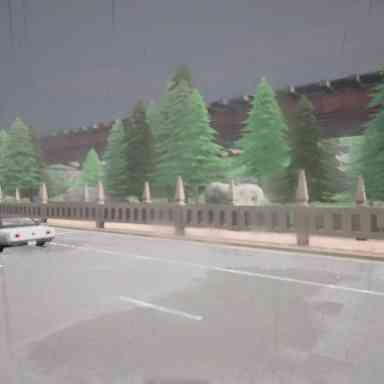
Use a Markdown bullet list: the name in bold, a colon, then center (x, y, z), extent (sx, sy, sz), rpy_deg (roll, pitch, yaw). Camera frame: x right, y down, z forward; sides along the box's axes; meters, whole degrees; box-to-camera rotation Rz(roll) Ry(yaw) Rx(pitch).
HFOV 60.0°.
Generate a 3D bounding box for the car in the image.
- **car**: center (-7.853, 1.636, 13.887), extent (4.718, 1.301, 1.895), rpy_deg (0, 0, 36)
